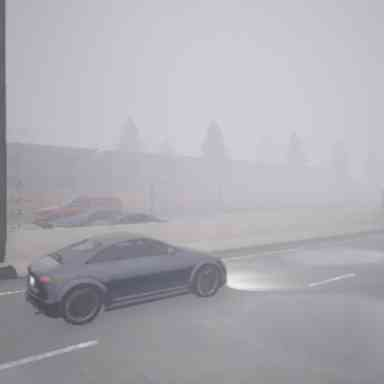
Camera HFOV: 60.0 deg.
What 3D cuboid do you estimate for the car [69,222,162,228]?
[{"bbox_3d":[-2.949,1.583,14.784,4.181,1.385,1.994,0,0,-35],"label":"car"}]

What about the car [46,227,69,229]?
[{"bbox_3d":[-4.854,1.566,17.727,5.357,1.411,2.033,0,0,-35],"label":"car"}]

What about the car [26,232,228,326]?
[{"bbox_3d":[-1.238,1.573,7.163,4.181,1.385,1.994,0,0,-35],"label":"car"}]
